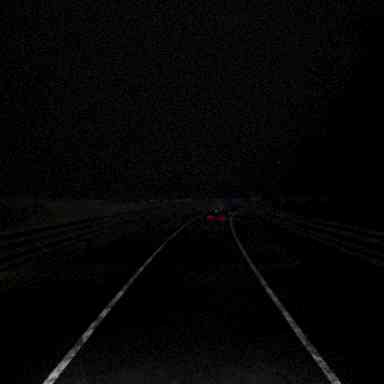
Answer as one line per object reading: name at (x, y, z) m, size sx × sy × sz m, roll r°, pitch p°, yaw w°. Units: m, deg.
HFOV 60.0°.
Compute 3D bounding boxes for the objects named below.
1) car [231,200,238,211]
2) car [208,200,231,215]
car at (5.618, 1.963, 49.366) m, size 1.882 × 1.535 × 5.008 m, roll 0°, pitch 0°, yaw 18°
car at (3.165, 1.926, 39.217) m, size 1.812 × 1.442 × 4.674 m, roll 0°, pitch -1°, yaw 13°
